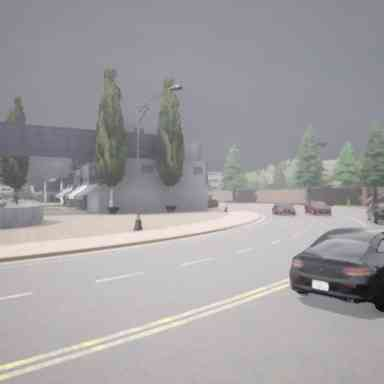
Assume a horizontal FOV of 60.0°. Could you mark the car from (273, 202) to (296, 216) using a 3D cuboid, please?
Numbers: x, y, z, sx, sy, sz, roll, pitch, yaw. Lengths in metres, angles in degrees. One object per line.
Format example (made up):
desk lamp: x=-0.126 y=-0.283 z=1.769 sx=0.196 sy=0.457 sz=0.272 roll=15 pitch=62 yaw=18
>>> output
car: x=9.684 y=1.787 z=35.046 sx=1.994 sy=1.385 sz=4.181 roll=0 pitch=0 yaw=7

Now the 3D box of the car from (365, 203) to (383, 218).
car: x=14.901 y=1.628 z=25.967 sx=1.837 sy=1.490 sz=4.892 roll=0 pitch=0 yaw=19

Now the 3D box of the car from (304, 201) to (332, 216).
car: x=13.216 y=1.681 z=35.049 sx=1.882 sy=1.535 sz=5.008 roll=0 pitch=0 yaw=6

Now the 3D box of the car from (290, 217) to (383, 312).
car: x=4.010 y=1.568 z=7.837 sx=1.812 sy=1.442 sz=4.674 roll=-1 pitch=0 yaw=45
